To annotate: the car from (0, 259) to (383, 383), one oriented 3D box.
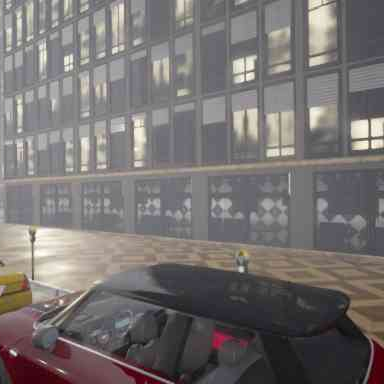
[{"bbox_3d":[-0.368,1.441,3.157,4.097,1.590,1.967,0,-1,36],"label":"car"}]
